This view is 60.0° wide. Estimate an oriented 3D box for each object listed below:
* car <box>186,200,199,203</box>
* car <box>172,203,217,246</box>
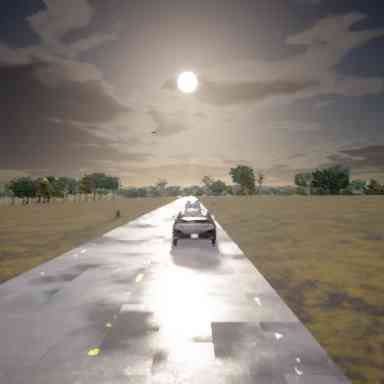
[{"bbox_3d":[0.095,1.578,37.292,2.033,1.411,5.357,0,0,0],"label":"car"},{"bbox_3d":[0.098,1.490,15.366,2.128,1.511,4.902,0,0,0],"label":"car"}]
